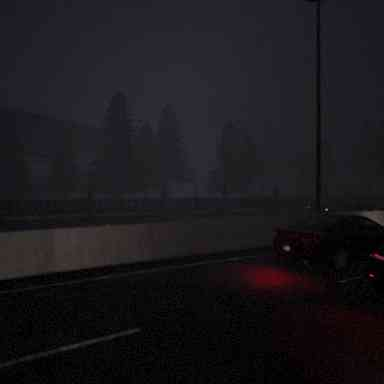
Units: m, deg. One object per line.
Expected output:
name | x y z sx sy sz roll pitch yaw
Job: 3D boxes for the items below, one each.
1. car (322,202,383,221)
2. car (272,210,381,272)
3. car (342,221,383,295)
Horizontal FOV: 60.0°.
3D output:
car | 12.766 1.455 26.024 4.718 1.301 1.895 0 0 -21
car | 4.826 1.419 10.559 5.008 1.535 1.882 0 0 -29
car | 5.760 1.447 7.076 4.902 1.511 2.128 0 0 -30
